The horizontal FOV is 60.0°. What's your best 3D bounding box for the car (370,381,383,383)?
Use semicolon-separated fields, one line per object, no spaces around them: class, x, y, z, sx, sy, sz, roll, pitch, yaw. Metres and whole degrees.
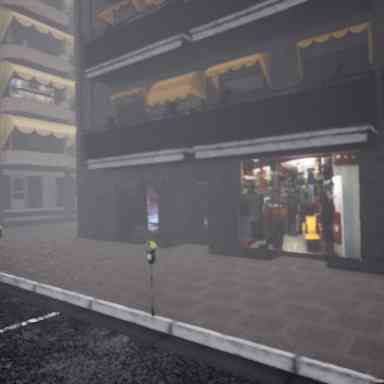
car;2.616;1.542;1.023;4.403;1.369;2.008;0;-1;36
